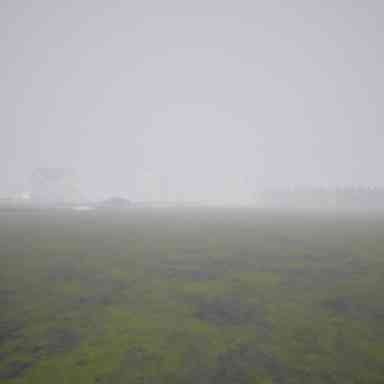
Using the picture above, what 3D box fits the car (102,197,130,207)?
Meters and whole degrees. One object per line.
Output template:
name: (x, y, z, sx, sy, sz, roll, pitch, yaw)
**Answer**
car: (-12.427, 1.545, 54.313, 1.882, 1.535, 5.008, 1, 0, 36)
